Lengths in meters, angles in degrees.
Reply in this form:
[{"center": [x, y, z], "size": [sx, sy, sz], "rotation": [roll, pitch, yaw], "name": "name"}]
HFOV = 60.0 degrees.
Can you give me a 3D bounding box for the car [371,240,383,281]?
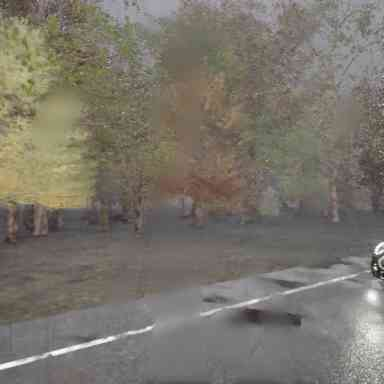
[{"center": [6.720, 1.421, 8.778], "size": [4.553, 1.767, 2.097], "rotation": [0, 0, -35], "name": "car"}]
